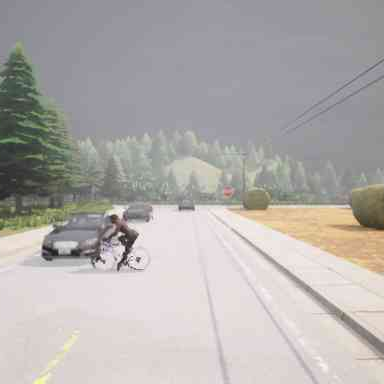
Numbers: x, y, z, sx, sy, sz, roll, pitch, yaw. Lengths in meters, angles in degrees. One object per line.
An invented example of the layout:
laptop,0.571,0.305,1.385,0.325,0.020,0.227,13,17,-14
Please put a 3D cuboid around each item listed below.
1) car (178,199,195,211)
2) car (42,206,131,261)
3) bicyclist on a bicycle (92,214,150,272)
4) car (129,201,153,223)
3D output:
car,-0.714,1.564,41.630,1.994,1.385,4.181,0,0,-2
car,-3.819,1.491,12.293,2.128,1.511,4.902,0,0,-1
bicyclist on a bicycle,-2.016,1.453,9.365,1.656,1.620,0.582,-2,0,-1
car,-4.080,1.504,25.854,1.837,1.490,4.892,0,0,-1
